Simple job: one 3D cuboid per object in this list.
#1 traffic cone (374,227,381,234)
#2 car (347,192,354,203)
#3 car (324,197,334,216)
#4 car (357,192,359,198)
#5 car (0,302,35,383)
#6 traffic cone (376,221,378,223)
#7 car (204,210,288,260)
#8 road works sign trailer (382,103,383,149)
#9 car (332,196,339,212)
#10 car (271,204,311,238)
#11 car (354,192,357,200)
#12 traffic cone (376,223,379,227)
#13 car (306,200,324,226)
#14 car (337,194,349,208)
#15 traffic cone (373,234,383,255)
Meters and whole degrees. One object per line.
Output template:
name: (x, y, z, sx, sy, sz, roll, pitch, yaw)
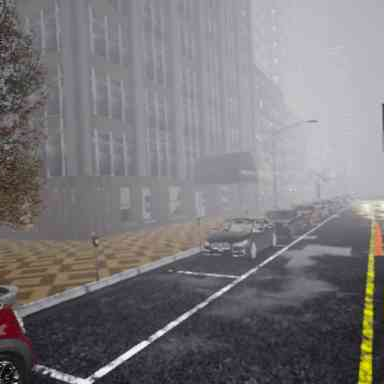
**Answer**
traffic cone: (7.296, 1.799, 13.052, 0.340, 0.580, 0.340, -3, -1, 29)
car: (23.833, 1.131, 52.382, 2.008, 1.369, 4.403, -3, -1, 29)
car: (10.155, 1.423, 27.474, 2.008, 1.369, 4.403, -3, -1, 29)
car: (32.034, 0.845, 67.329, 1.967, 1.590, 4.097, -3, -1, 29)
car: (-3.527, 1.604, 2.567, 1.967, 1.590, 4.097, -3, -1, 29)
traffic cone: (9.221, 1.758, 16.558, 0.340, 0.580, 0.340, -3, -1, 29)
car: (1.949, 1.598, 12.529, 2.008, 1.369, 4.403, -3, -1, 29)
road works sign trailer: (4.045, 0.351, 4.575, 2.380, 3.560, 2.880, -3, -1, 29)
car: (12.892, 1.396, 32.455, 1.802, 1.307, 4.206, -3, -1, 29)
car: (4.685, 1.555, 17.510, 1.947, 1.339, 4.313, -3, -1, 29)
car: (29.305, 1.045, 62.345, 1.802, 1.307, 4.206, -3, -1, 29)
traffic cone: (8.259, 1.778, 14.805, 0.340, 0.580, 0.340, -3, -1, 29)
car: (7.420, 1.475, 22.492, 1.887, 1.381, 4.507, -3, -1, 29)
car: (18.362, 1.248, 42.419, 2.008, 1.369, 4.403, -3, -1, 29)
traffic cone: (6.334, 1.819, 11.300, 0.340, 0.580, 0.340, -3, -1, 29)
